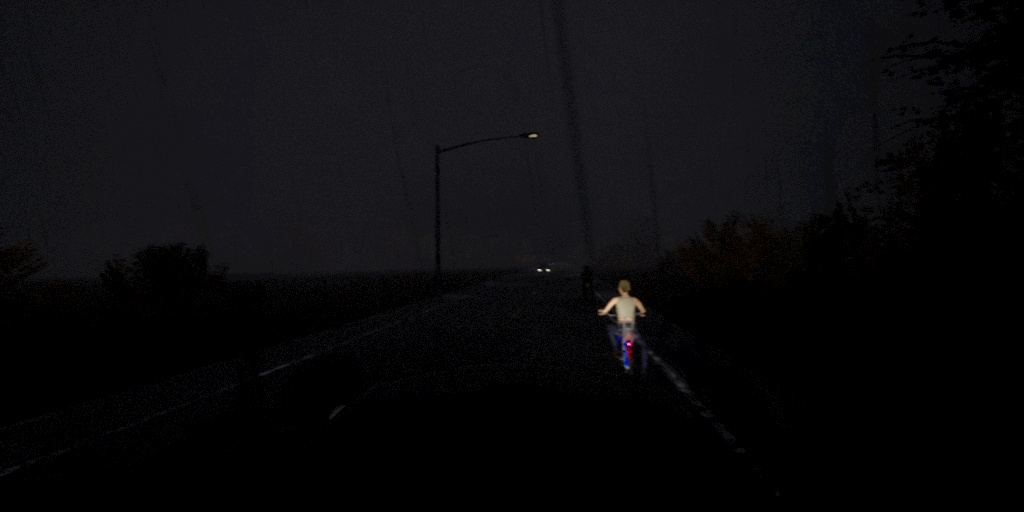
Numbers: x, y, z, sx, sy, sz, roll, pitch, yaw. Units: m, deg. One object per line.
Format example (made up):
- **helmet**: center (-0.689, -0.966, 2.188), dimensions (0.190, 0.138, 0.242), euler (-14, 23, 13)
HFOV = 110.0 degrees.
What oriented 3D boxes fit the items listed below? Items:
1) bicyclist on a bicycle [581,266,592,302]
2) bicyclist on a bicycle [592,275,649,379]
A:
- **bicyclist on a bicycle**: center (3.364, 1.274, 16.062), dimensions (0.582, 1.620, 1.656), euler (-1, 0, 8)
- **bicyclist on a bicycle**: center (1.886, 1.201, 6.053), dimensions (0.866, 1.612, 1.509), euler (-1, 0, 9)
